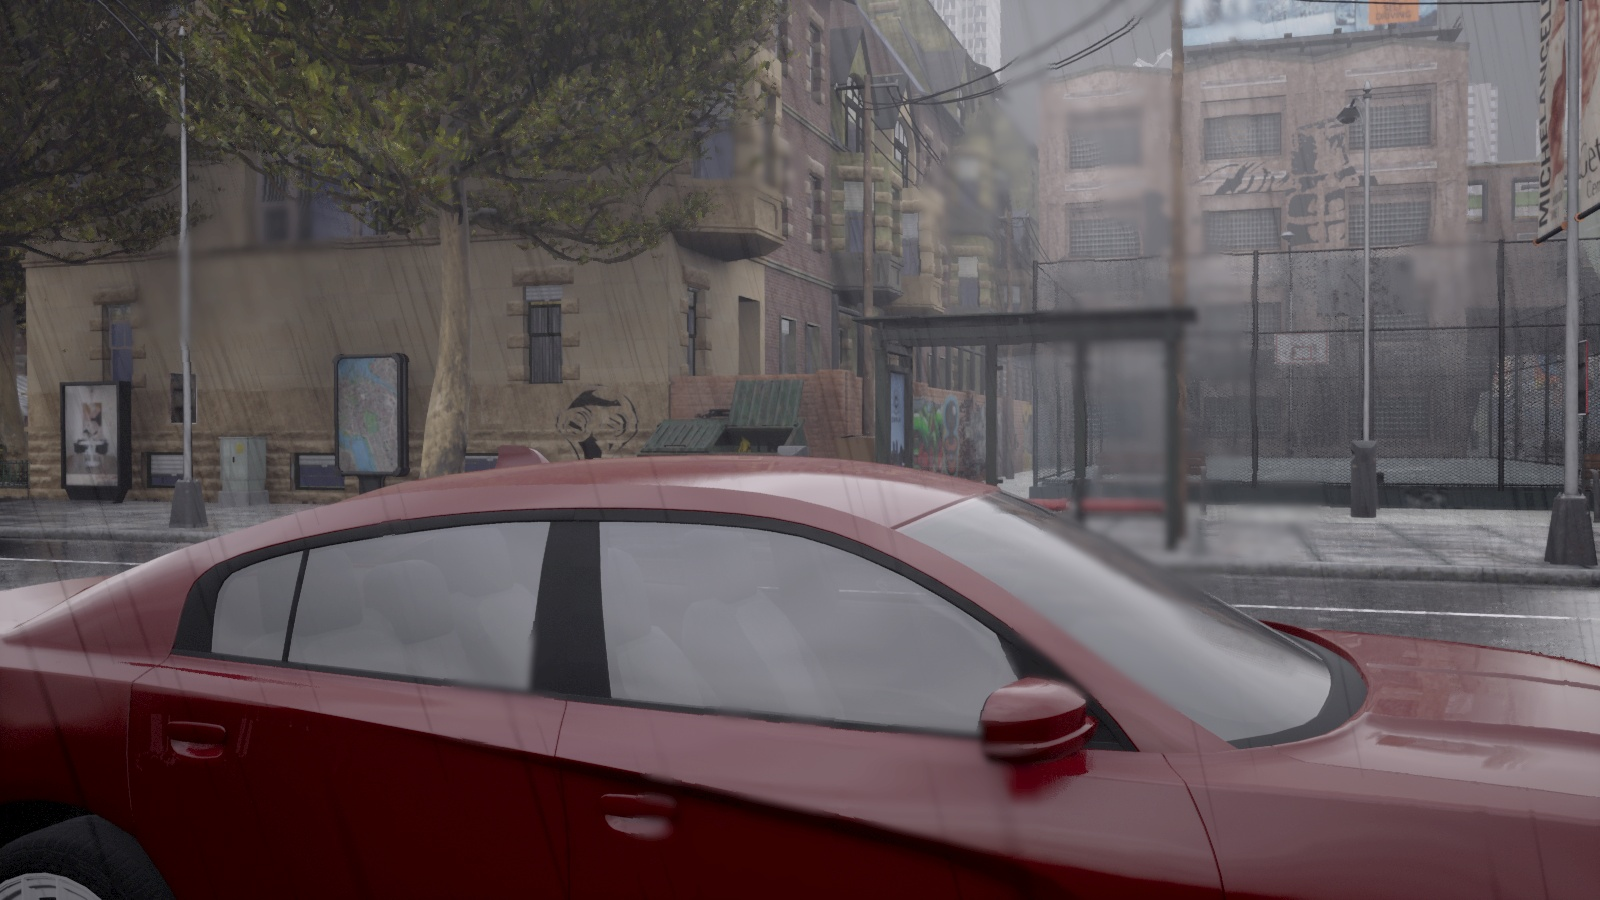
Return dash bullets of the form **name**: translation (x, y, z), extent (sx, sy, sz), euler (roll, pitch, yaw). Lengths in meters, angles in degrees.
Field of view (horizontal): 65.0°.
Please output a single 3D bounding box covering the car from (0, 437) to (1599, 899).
- **car**: translation (0.026, 0.754, 3.152), extent (5.008, 1.535, 1.882), euler (1, 1, 18)
